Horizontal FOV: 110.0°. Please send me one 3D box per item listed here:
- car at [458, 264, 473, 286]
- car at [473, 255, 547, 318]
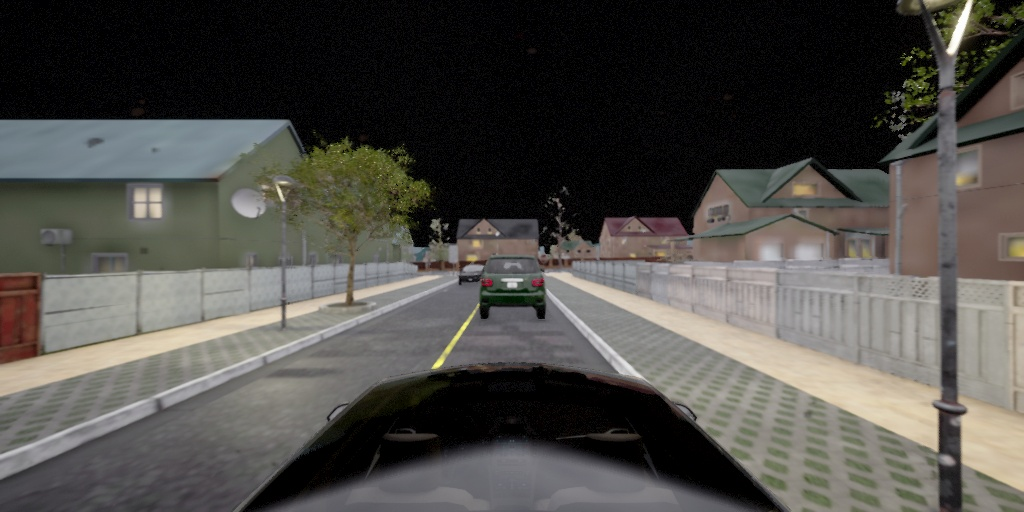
[{"bbox_3d":[-2.812,1.350,26.875,1.882,1.535,5.008,0,0,0],"label":"car"},{"bbox_3d":[0.061,1.014,13.332,2.150,2.045,5.566,0,-1,1],"label":"car"}]
